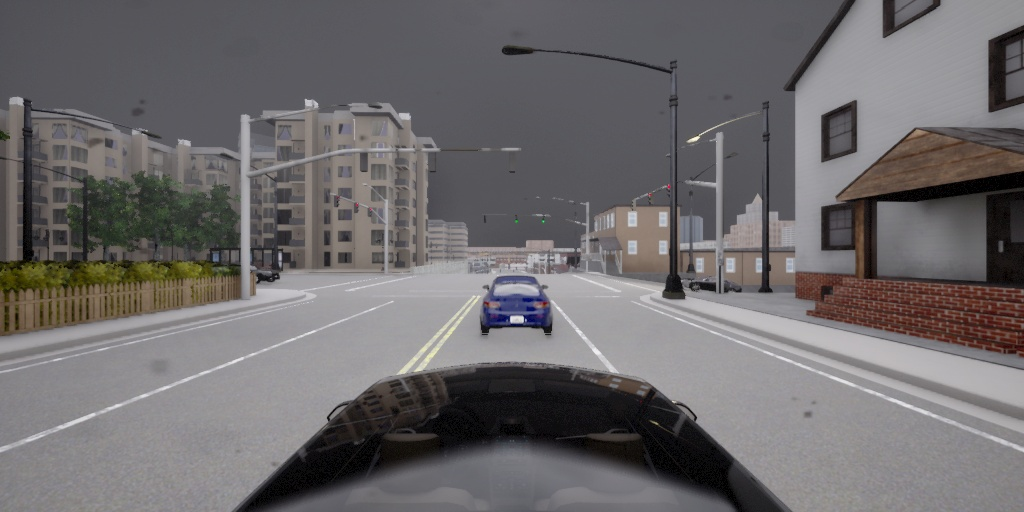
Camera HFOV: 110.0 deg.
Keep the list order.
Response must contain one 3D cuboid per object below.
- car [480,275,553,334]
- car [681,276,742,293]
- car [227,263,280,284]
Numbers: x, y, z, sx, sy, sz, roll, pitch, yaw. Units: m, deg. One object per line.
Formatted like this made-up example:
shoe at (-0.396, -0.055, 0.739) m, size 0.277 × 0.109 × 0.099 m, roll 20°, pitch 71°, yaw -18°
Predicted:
car at (0.107, 1.279, 10.497) m, size 1.812 × 1.442 × 4.674 m, roll 0°, pitch 0°, yaw 0°
car at (16.307, 2.375, 29.656) m, size 4.902 × 1.511 × 2.128 m, roll 8°, pitch 0°, yaw 1°
car at (-19.823, 1.265, 26.466) m, size 4.892 × 1.490 × 1.837 m, roll 0°, pitch 0°, yaw 1°
